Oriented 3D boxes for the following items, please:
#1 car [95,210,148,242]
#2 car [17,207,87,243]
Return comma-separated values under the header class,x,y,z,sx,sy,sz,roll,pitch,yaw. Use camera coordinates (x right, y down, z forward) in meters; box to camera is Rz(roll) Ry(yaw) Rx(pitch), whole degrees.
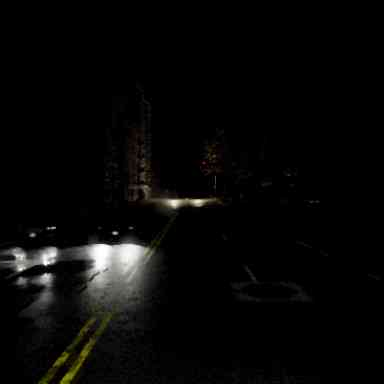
class,x,y,z,sx,sy,sz,roll,pitch,yaw
car,-3.354,1.597,16.424,1.994,1.385,4.181,0,0,0
car,-6.605,1.524,16.239,2.128,1.511,4.902,0,0,0
